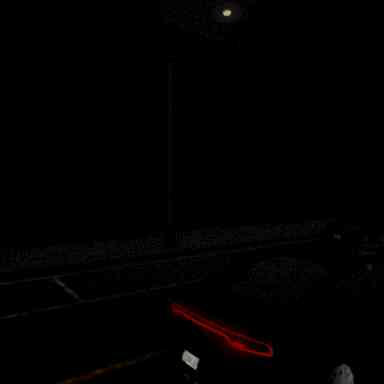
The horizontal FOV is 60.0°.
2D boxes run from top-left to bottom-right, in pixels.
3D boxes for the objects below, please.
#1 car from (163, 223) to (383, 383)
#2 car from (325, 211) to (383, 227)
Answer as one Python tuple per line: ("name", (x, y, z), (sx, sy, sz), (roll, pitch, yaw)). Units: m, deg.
("car", (1.997, 1.478, 4.702), (5.008, 1.535, 1.882), (0, 0, -35))
("car", (8.036, 1.566, 15.630), (4.313, 1.339, 1.947), (0, 0, -36))
